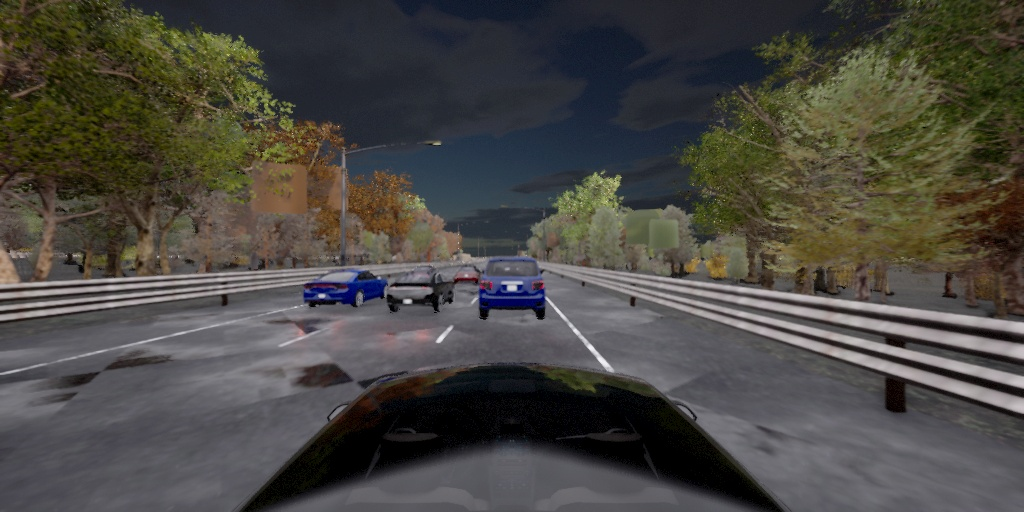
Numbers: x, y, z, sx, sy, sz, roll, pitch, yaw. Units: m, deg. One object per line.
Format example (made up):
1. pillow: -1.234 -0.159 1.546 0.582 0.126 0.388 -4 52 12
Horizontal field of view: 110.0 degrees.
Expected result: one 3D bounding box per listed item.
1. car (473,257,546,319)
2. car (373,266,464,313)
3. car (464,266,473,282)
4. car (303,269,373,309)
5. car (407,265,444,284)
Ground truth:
1. car: 0.024 1.048 13.325 2.150 2.045 5.566 0 0 0
2. car: -3.471 1.323 14.404 2.128 1.511 4.902 0 0 0
3. car: -3.524 1.493 29.763 1.994 1.385 4.181 0 0 0
4. car: -6.965 1.317 15.631 1.882 1.535 5.008 0 0 0
5. car: -7.024 1.492 29.596 1.994 1.385 4.181 0 0 0
